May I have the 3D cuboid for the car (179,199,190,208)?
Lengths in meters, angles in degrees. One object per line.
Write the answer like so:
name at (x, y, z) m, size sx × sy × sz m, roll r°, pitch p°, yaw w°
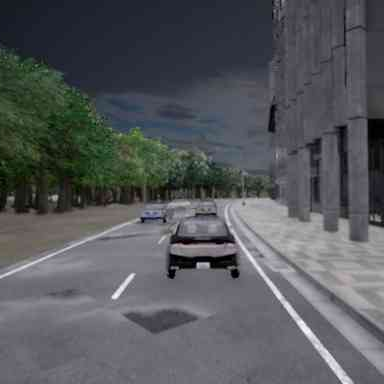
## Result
car at (-1.369, 1.439, 38.438) m, size 1.895 × 1.301 × 4.718 m, roll -1°, pitch 0°, yaw 8°

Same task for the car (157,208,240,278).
car at (0.319, 1.455, 10.030) m, size 2.128 × 1.511 × 4.902 m, roll -1°, pitch 0°, yaw 1°

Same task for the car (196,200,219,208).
car at (1.283, 1.406, 28.164) m, size 2.033 × 1.411 × 5.357 m, roll -1°, pitch 0°, yaw 5°

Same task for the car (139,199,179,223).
car at (-2.532, 1.468, 24.831) m, size 2.033 × 1.411 × 5.357 m, roll -1°, pitch 0°, yaw 5°
